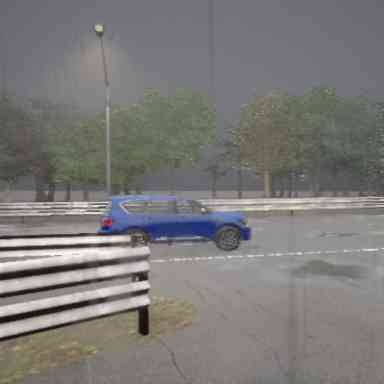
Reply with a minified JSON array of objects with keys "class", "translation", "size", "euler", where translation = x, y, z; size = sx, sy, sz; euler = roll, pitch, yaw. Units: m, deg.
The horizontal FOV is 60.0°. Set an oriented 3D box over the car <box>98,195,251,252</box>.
[{"class":"car","translation":[-0.622,1.132,12.444],"size":[5.566,2.045,2.150],"euler":[-1,1,-11]}]
